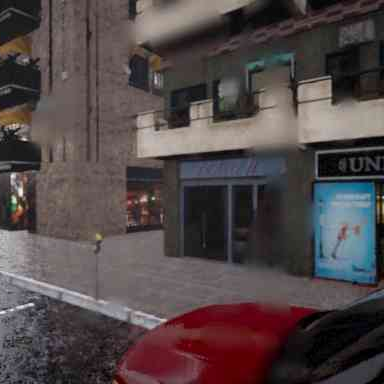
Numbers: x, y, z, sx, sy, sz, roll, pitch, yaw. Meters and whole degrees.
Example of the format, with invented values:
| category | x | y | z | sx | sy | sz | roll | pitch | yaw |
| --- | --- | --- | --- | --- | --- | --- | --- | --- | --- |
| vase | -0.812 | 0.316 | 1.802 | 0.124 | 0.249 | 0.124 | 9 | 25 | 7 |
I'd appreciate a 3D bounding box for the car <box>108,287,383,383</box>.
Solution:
| category | x | y | z | sx | sy | sz | roll | pitch | yaw |
| --- | --- | --- | --- | --- | --- | --- | --- | --- | --- |
| car | 1.708 | 1.319 | 1.516 | 5.009 | 1.841 | 2.192 | 0 | 0 | 35 |
